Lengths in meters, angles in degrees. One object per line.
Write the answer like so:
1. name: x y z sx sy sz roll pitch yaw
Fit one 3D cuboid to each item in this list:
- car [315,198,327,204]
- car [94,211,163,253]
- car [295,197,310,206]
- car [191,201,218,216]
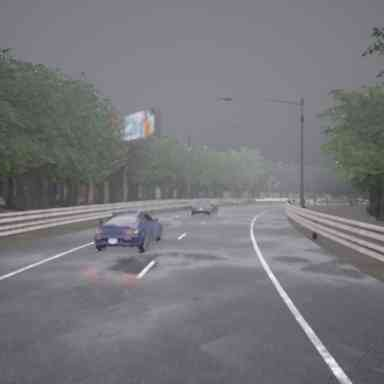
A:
1. car: 31.549 2.098 81.103 2.128 1.511 4.902 0 -1 45
2. car: -2.455 1.505 13.643 1.812 1.442 4.674 0 0 6
3. car: 22.066 1.801 66.712 2.097 1.767 4.553 0 -1 34
4. car: 1.323 1.556 32.673 1.994 1.385 4.181 0 0 15
